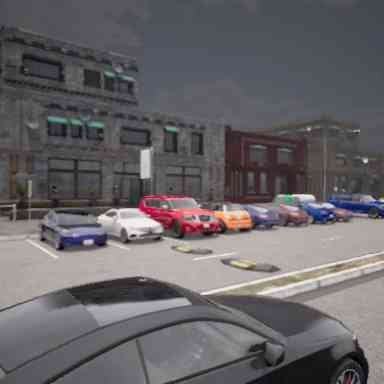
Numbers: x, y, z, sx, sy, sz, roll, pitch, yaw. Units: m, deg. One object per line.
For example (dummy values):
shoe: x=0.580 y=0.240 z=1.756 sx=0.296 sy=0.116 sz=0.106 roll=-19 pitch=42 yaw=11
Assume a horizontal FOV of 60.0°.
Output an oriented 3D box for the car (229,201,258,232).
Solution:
car: x=1.306 y=1.366 z=19.639 sx=2.185 sy=1.767 sz=4.553 roll=0 pitch=0 yaw=-36

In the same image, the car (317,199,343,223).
car: x=7.993 y=1.472 z=24.510 sx=2.097 sy=1.535 sz=5.008 roll=0 pitch=0 yaw=-36

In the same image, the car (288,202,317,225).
car: x=5.758 y=1.518 z=22.896 sx=2.002 sy=1.452 sz=4.674 roll=0 pitch=0 yaw=-36

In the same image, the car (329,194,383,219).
car: x=14.707 y=1.207 z=29.341 sx=2.435 sy=2.045 sz=5.566 roll=0 pitch=0 yaw=-36

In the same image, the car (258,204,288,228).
car: x=3.419 y=1.525 z=21.203 sx=2.002 sy=1.452 sz=4.674 roll=0 pitch=0 yaw=-36

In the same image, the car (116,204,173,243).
car: x=-3.182 y=1.543 z=16.432 sx=2.002 sy=1.452 sz=4.674 roll=0 pitch=0 yaw=-36

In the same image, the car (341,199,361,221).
car: x=10.223 y=1.506 z=26.133 sx=2.002 sy=1.452 sz=4.674 roll=0 pitch=0 yaw=-36

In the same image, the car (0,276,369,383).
car: x=-0.355 y=1.525 z=2.885 sx=4.674 sy=1.442 sz=1.812 roll=0 pitch=0 yaw=-36

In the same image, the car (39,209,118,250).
car: x=-5.397 y=1.538 z=14.790 sx=2.163 sy=1.488 sz=4.792 roll=0 pitch=0 yaw=-36

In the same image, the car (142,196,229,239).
car: x=-0.929 y=1.246 z=18.024 sx=2.435 sy=2.045 sz=5.566 roll=0 pitch=0 yaw=-36
